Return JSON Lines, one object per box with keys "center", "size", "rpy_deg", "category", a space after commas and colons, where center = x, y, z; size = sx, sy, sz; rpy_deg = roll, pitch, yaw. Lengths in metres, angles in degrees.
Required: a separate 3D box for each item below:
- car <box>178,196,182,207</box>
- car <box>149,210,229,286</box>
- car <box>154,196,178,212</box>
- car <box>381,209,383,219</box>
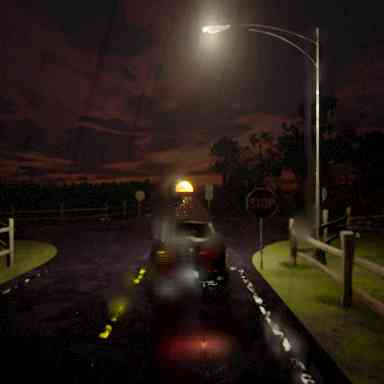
{"center": [-2.845, 1.464, 47.759], "size": [1.837, 1.490, 4.892], "rpy_deg": [0, 0, 0], "category": "car"}
{"center": [-0.155, 1.489, 9.372], "size": [1.837, 1.490, 4.892], "rpy_deg": [0, 0, -3], "category": "car"}
{"center": [-2.874, 1.468, 35.707], "size": [1.837, 1.490, 4.892], "rpy_deg": [0, 0, 1], "category": "car"}
{"center": [14.771, 1.185, 21.305], "size": [4.892, 1.490, 1.837], "rpy_deg": [-1, 0, 1], "category": "car"}
